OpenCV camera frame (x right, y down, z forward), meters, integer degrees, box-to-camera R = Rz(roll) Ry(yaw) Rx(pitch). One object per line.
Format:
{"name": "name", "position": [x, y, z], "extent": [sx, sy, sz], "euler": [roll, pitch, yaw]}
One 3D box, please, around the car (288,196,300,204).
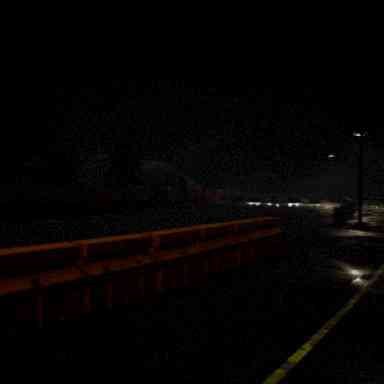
{"name": "car", "position": [19.090, 1.435, 62.095], "extent": [1.994, 1.385, 4.181], "euler": [1, 0, 19]}

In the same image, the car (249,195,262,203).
{"name": "car", "position": [12.099, 1.332, 63.293], "extent": [1.994, 1.385, 4.181], "euler": [1, 0, 19]}

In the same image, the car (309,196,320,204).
{"name": "car", "position": [22.487, 1.472, 61.116], "extent": [2.033, 1.411, 5.357], "euler": [1, 0, 19]}

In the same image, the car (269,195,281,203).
{"name": "car", "position": [15.713, 1.297, 63.017], "extent": [1.882, 1.535, 5.008], "euler": [1, 0, 19]}
